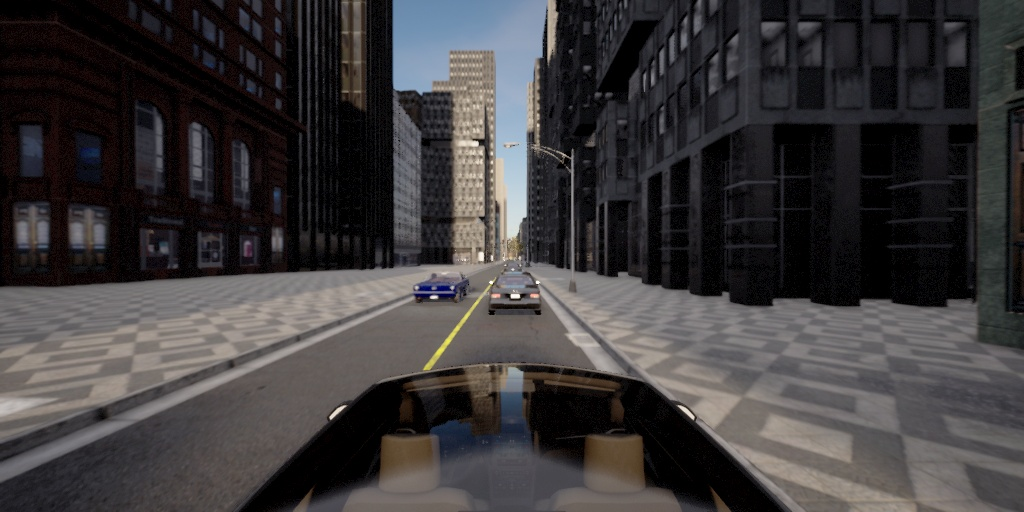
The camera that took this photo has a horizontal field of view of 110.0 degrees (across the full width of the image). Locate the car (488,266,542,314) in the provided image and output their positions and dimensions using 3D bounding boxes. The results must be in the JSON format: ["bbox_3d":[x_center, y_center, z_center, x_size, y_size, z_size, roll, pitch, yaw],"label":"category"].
[{"bbox_3d":[0.101,1.293,13.658,2.033,1.411,5.357,0,0,0],"label":"car"}]

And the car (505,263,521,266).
[{"bbox_3d":[0.101,1.449,40.843,1.994,1.385,4.181,0,0,0],"label":"car"}]

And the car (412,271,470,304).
[{"bbox_3d":[-3.100,1.351,16.494,1.895,1.301,4.718,0,0,0],"label":"car"}]
